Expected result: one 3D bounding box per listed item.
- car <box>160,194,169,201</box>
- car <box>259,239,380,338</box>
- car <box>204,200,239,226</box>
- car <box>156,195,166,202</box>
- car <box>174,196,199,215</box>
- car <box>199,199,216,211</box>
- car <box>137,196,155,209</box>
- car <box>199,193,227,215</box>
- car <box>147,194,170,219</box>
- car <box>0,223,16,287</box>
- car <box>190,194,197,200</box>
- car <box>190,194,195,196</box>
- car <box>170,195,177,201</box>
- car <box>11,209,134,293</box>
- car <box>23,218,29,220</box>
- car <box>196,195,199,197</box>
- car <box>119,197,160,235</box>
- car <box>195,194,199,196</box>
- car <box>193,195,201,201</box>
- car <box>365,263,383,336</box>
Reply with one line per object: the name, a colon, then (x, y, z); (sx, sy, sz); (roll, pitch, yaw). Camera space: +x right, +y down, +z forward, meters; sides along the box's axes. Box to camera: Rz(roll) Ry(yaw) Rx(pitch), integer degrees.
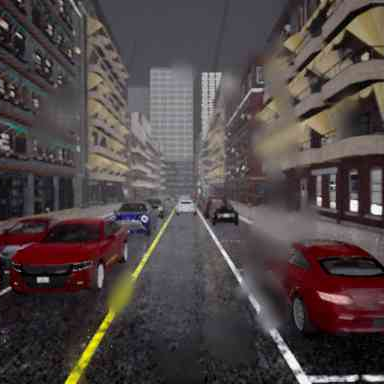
car: (-6.909, 1.300, 83.926); (1.967, 1.590, 4.097); (-1, 0, -1)
car: (2.460, 1.561, 6.426); (1.802, 1.307, 4.206); (-1, 0, -1)
car: (2.137, 1.515, 23.070); (1.947, 1.339, 4.313); (-1, 0, -1)
car: (-6.693, 1.408, 72.660); (1.752, 1.417, 4.829); (-1, 0, -1)
car: (-0.550, 1.467, 32.530); (1.812, 1.442, 4.674); (0, 0, -1)
car: (1.819, 1.500, 39.714); (1.802, 1.307, 4.206); (-1, 0, -1)
car: (-6.167, 1.378, 45.090); (1.967, 1.590, 4.097); (-1, 0, -1)
car: (2.027, 1.254, 28.617); (2.192, 1.841, 5.009); (-1, 0, -1)
car: (-3.342, 1.311, 28.667); (2.097, 1.767, 4.553); (0, 0, -1)
car: (-5.425, 1.449, 6.253); (1.967, 1.590, 4.097); (-1, 0, -1)
car: (0.454, 1.336, 93.881); (1.812, 1.442, 4.674); (0, 0, -1)
car: (-0.827, 1.438, 47.572); (1.812, 1.442, 4.674); (0, 0, -1)
car: (-4.086, 1.364, 70.978); (2.128, 1.511, 4.902); (0, 0, -1)
car: (-3.002, 1.472, 9.110); (1.882, 1.535, 5.008); (0, 0, -1)
car: (-5.529, 1.581, 11.802); (1.802, 1.307, 4.206); (-1, 0, -1)
car: (1.713, 1.489, 45.262); (1.802, 1.307, 4.206); (-1, 0, -1)
car: (-3.173, 1.330, 18.409); (2.097, 1.767, 4.553); (0, 0, -1)
car: (1.607, 1.462, 50.810); (1.947, 1.339, 4.313); (-1, 0, -1)
car: (1.073, 1.366, 78.719); (1.752, 1.417, 4.829); (-1, 0, -1)
car: (2.568, 1.429, 0.878); (1.967, 1.590, 4.097); (-1, 0, -1)
